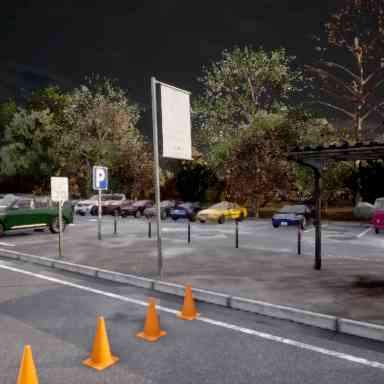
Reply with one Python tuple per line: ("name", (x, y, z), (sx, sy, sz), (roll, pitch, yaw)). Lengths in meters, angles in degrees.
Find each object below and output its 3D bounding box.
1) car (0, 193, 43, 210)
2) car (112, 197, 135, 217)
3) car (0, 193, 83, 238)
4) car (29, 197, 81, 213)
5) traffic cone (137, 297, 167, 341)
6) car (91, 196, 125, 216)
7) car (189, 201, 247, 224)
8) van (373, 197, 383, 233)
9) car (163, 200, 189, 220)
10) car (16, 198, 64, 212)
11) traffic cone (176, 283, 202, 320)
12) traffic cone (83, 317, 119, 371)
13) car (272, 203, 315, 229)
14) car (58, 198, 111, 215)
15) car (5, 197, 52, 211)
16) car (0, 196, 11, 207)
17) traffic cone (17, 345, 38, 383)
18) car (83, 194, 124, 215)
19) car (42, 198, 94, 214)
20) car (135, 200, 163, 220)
("car", (-22.567, 1.153, 42.856), (2.435, 2.045, 5.566), (0, 0, 35))
("car", (-4.371, 1.469, 30.120), (2.097, 1.535, 5.008), (0, 0, 35))
("car", (-8.924, 1.221, 17.293), (2.435, 2.045, 5.566), (0, 0, 35))
("car", (-15.629, 1.444, 38.244), (1.946, 1.575, 5.366), (0, 0, 35))
("traffic cone", (-0.631, 1.957, 5.229), (0.340, 0.580, 0.340), (0, 0, 35))
("car", (-6.643, 1.466, 31.715), (2.097, 1.535, 5.008), (0, 0, 35))
("car", (2.333, 1.475, 25.179), (1.946, 1.575, 5.366), (0, 0, 35))
("van", (11.592, 1.264, 19.046), (1.878, 1.987, 4.442), (0, 0, 35))
("car", (0.185, 1.504, 26.950), (2.163, 1.488, 4.792), (0, 0, 35))
("car", (-18.020, 1.469, 39.662), (2.163, 1.488, 4.792), (0, 0, 35))
("traffic cone", (-0.057, 1.957, 6.044), (0.340, 0.580, 0.340), (0, 0, 36))
("traffic cone", (-1.206, 1.957, 4.412), (0.340, 0.580, 0.340), (0, 0, 35))
("car", (6.966, 1.513, 22.116), (2.163, 1.488, 4.792), (0, 0, 35))
("car", (-11.192, 1.462, 34.896), (2.231, 1.521, 4.892), (0, 0, 35))
("car", (-20.264, 1.452, 41.309), (2.163, 1.488, 4.792), (0, 0, 35))
("car", (-29.260, 1.333, 47.818), (1.946, 1.575, 5.366), (1, 0, 35))
("traffic cone", (-1.781, 1.957, 3.595), (0.340, 0.580, 0.340), (0, 0, 35))
("car", (-8.934, 1.212, 33.282), (2.435, 2.045, 5.566), (0, 0, 35))
("car", (-13.465, 1.455, 36.493), (2.097, 1.535, 5.008), (0, 0, 35))
("car", (-2.099, 1.473, 28.526), (2.231, 1.521, 4.892), (0, 0, 35))
